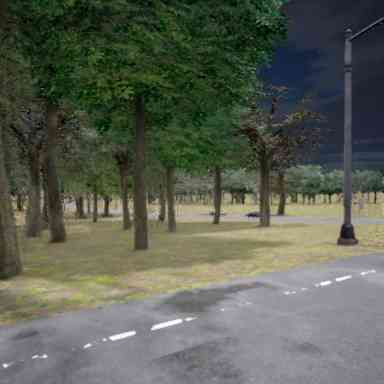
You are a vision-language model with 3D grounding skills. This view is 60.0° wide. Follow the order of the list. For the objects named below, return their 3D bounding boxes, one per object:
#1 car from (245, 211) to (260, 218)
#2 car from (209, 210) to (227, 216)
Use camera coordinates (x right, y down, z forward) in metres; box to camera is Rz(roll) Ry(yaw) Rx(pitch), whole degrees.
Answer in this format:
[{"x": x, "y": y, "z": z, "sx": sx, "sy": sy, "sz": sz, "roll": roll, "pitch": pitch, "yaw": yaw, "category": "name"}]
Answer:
[{"x": 12.960, "y": 4.482, "z": 67.051, "sx": 2.033, "sy": 1.411, "sz": 5.357, "roll": -1, "pitch": -2, "yaw": -34, "category": "car"}, {"x": 5.982, "y": 4.886, "z": 77.223, "sx": 1.895, "sy": 1.301, "sz": 4.718, "roll": -1, "pitch": -2, "yaw": -34, "category": "car"}]
